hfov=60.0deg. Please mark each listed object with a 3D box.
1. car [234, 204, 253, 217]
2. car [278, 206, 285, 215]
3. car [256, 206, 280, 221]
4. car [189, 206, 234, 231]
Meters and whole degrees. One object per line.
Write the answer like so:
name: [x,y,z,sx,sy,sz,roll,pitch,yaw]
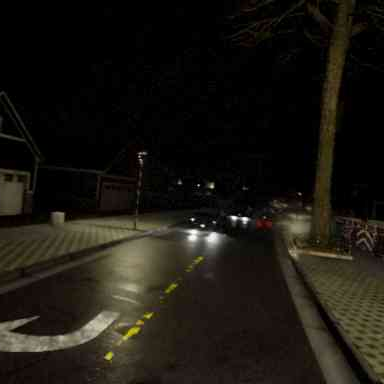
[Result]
car: [6.201,2.241,40.119,2.033,1.411,5.357,6,0,17]
car: [13.798,2.898,53.501,1.895,1.301,4.718,6,1,21]
car: [8.569,2.499,38.083,1.895,1.301,4.718,6,0,17]
car: [1.303,1.705,22.499,2.033,1.411,5.357,6,0,14]
